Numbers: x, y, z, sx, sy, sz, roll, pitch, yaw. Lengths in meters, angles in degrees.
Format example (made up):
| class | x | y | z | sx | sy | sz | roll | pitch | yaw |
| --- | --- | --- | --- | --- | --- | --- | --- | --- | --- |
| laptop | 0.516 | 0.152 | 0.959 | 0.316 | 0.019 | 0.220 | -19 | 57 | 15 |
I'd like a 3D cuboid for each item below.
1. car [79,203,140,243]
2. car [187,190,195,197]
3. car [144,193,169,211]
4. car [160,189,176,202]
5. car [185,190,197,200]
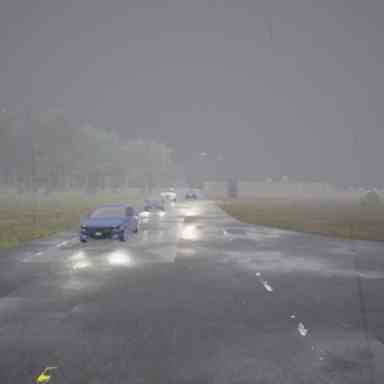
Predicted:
| class | x | y | z | sx | sy | sz | roll | pitch | yaw |
| --- | --- | --- | --- | --- | --- | --- | --- | --- | --- |
| car | -3.643 | 1.333 | 15.409 | 1.882 | 1.535 | 5.008 | 0 | 1 | 0 |
| car | -0.214 | 0.334 | 70.846 | 1.837 | 1.490 | 4.892 | 0 | 1 | 0 |
| car | -3.705 | 1.156 | 33.952 | 1.812 | 1.442 | 4.674 | 0 | 1 | 0 |
| car | -3.723 | 0.528 | 52.574 | 2.150 | 2.045 | 5.566 | 0 | 1 | 0 |
| car | -0.183 | 0.488 | 60.801 | 2.097 | 1.767 | 4.553 | 0 | 1 | 0 |
